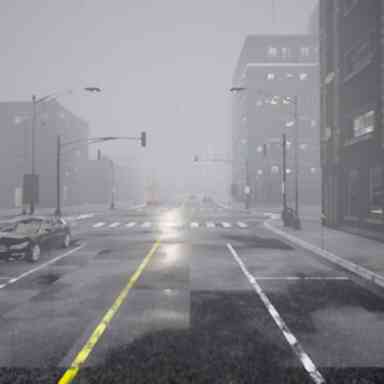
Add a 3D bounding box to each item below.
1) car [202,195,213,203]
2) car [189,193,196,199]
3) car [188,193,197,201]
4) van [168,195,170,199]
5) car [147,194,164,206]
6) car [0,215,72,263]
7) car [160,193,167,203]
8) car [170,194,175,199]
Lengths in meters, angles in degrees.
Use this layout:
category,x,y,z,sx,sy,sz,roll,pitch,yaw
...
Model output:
category,x,y,z,sx,sy,sz,roll,pitch,yaw
car,2.794,1.254,61.093,1.967,1.590,4.097,1,0,0
car,0.126,1.043,87.763,1.882,1.535,5.008,0,0,0
car,0.111,1.256,77.337,1.837,1.490,4.892,0,0,0
van,-5.584,1.155,61.044,1.690,1.788,3.998,1,0,0
car,-5.681,1.393,49.675,1.887,1.381,4.507,1,0,0
car,-5.660,1.515,11.720,2.008,1.369,4.403,1,0,0
car,-5.597,1.376,55.357,1.887,1.381,4.507,1,0,0
car,-5.548,1.310,89.478,1.802,1.307,4.206,1,0,0
